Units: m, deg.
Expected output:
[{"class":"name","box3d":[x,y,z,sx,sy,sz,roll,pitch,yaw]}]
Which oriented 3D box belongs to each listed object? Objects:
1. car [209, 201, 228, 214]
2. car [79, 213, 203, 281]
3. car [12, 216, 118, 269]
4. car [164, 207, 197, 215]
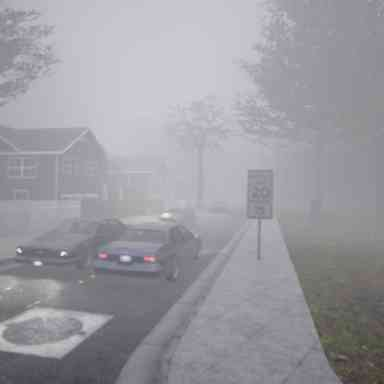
[{"class":"car","box3d":[3.366,1.905,41.722,1.882,1.535,5.008,1,-1,13]},{"class":"car","box3d":[-1.002,1.632,10.215,2.033,1.411,5.357,1,0,13]},{"class":"car","box3d":[-3.603,1.587,11.629,2.033,1.411,5.357,1,0,13]},{"class":"car","box3d":[-0.926,1.735,23.302,2.033,1.411,5.357,1,0,13]}]
